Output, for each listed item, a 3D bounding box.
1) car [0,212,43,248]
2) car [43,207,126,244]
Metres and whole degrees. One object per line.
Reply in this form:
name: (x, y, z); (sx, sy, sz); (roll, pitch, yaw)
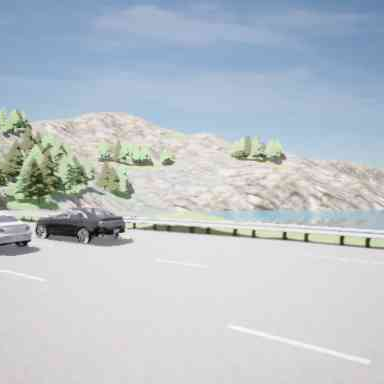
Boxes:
car: (-8.391, 1.521, 13.399); (4.674, 1.442, 1.812); (0, 0, 31)
car: (-5.328, 1.479, 15.636); (4.902, 1.511, 2.128); (0, 0, 32)
